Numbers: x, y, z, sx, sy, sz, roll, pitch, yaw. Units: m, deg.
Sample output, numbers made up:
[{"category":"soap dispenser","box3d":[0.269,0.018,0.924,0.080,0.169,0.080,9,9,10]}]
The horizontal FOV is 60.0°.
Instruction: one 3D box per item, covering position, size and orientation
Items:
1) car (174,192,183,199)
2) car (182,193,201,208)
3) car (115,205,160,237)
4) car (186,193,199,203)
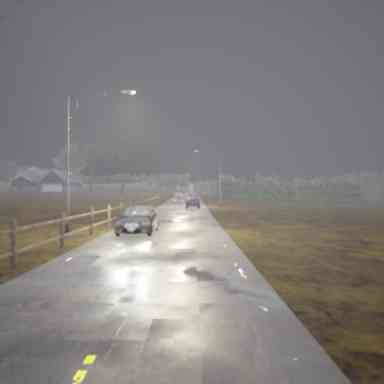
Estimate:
[{"category":"car","box3d":[-2.725,0.704,70.639,1.882,1.535,5.008,0,1,0]},{"category":"car","box3d":[0.114,1.289,44.011,2.128,1.511,4.902,0,1,0]},{"category":"car","box3d":[-2.842,1.493,18.000,2.128,1.511,4.902,0,0,0]},{"category":"car","box3d":[0.113,0.995,58.787,2.128,1.511,4.902,0,1,0]}]
